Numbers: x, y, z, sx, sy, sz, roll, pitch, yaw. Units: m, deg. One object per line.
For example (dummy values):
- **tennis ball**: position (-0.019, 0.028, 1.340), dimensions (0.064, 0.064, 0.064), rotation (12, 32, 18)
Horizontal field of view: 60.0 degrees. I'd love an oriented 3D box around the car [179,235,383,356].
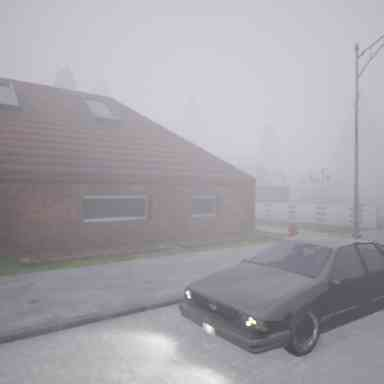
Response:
- **car**: position (2.419, 1.566, 6.254), dimensions (5.357, 1.411, 2.033), rotation (0, 0, -35)
